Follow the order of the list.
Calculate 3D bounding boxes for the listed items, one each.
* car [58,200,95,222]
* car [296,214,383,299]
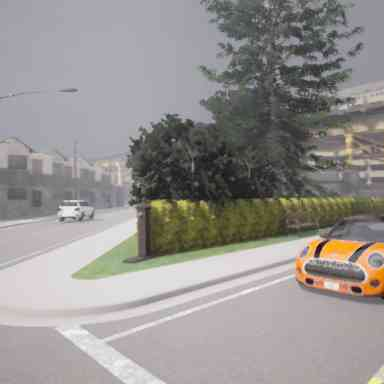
[{"bbox_3d":[-11.603,1.856,33.755,2.150,2.045,5.566,-1,-1,0],"label":"car"},{"bbox_3d":[4.610,1.442,8.770,4.553,1.767,2.097,0,-1,-44],"label":"car"}]
